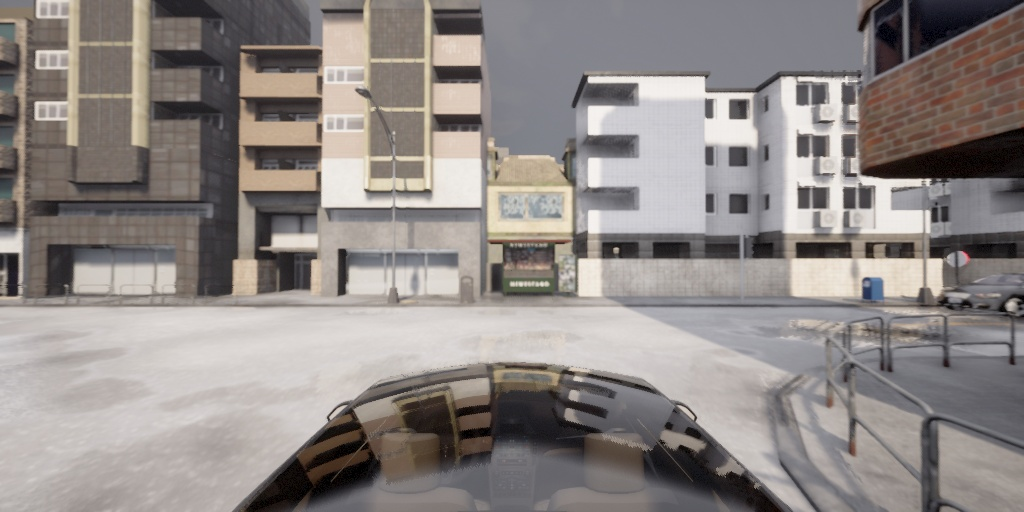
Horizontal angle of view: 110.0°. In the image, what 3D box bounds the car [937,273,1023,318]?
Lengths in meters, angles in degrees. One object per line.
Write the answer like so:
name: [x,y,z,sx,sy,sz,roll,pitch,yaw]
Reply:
car: [18.672,1.368,13.139,4.902,1.511,2.128,0,-1,0]
